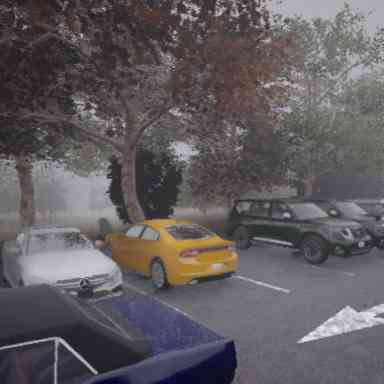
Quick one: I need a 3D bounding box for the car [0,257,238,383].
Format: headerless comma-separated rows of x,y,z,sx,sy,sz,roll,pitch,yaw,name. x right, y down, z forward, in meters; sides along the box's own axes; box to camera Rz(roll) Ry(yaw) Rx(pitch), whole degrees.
-1.967,1.606,2.598,4.718,1.301,1.895,0,0,-35,car

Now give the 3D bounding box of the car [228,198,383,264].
3.677,1.287,12.614,2.435,2.045,5.566,0,0,-35,car

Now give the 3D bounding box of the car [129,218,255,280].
-0.859,1.514,9.430,2.097,1.535,5.008,0,0,-35,car

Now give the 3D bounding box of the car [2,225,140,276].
-3.226,1.542,7.763,2.002,1.452,4.674,0,0,-35,car
